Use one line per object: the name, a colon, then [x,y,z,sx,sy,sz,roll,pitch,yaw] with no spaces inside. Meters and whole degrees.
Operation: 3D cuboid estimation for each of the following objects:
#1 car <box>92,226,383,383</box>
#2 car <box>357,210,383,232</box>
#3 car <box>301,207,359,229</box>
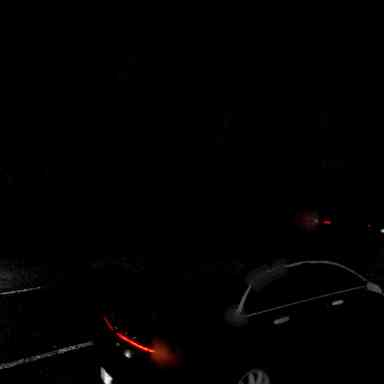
car: [1.165,1.505,4.573,4.892,1.490,1.837,-1,0,-35]
car: [9.492,1.559,14.733,4.181,1.385,1.994,0,0,-35]
car: [8.253,1.542,18.143,5.357,1.411,2.033,0,0,-35]
